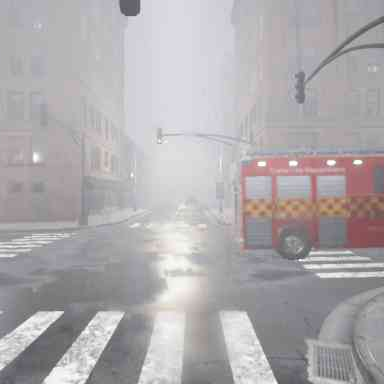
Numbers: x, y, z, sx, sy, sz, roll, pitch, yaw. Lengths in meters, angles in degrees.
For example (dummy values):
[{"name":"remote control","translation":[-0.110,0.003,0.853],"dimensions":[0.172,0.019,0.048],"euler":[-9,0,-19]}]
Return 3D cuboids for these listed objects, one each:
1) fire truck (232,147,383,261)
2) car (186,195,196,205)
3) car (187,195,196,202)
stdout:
[{"name":"fire truck","translation":[5.704,0.291,12.037],"dimensions":[8.468,3.827,2.891],"euler":[-1,0,0]},{"name":"car","translation":[-0.146,1.499,59.695],"dimensions":[2.033,1.411,5.357],"euler":[0,0,0]},{"name":"car","translation":[-0.171,1.369,70.148],"dimensions":[1.895,1.301,4.718],"euler":[0,0,0]}]
